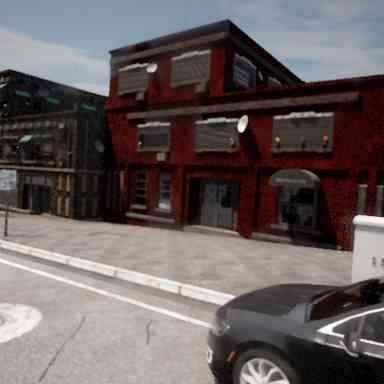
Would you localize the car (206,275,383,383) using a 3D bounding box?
[{"bbox_3d":[2.413,1.503,3.005,4.892,1.490,1.837,2,1,36],"label":"car"}]
